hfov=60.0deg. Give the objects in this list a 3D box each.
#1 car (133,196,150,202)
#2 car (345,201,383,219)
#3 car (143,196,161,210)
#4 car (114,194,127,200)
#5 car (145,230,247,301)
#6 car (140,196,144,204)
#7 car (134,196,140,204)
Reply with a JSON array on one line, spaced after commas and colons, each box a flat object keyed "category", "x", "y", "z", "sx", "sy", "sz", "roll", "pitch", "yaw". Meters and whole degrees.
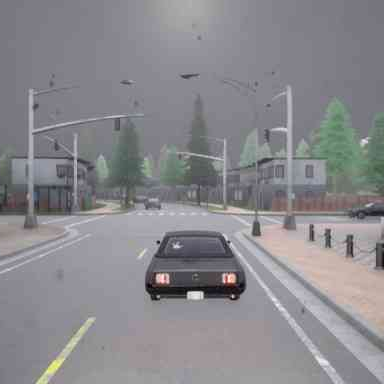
[{"category": "car", "x": -10.935, "y": 1.481, "z": 71.886, "sx": 1.994, "sy": 1.385, "sz": 4.181, "roll": 0, "pitch": 0, "yaw": -36}, {"category": "car", "x": 15.416, "y": 1.501, "z": 28.006, "sx": 4.674, "sy": 1.442, "sz": 1.812, "roll": 0, "pitch": 0, "yaw": 1}, {"category": "car", "x": -4.929, "y": 1.477, "z": 42.409, "sx": 1.812, "sy": 1.442, "sz": 4.674, "roll": 0, "pitch": 0, "yaw": -6}, {"category": "car", "x": -16.935, "y": 1.294, "z": 79.949, "sx": 4.674, "sy": 1.442, "sz": 1.812, "roll": 0, "pitch": 0, "yaw": 45}, {"category": "car", "x": 0.036, "y": 1.598, "z": 8.284, "sx": 1.895, "sy": 1.301, "sz": 4.718, "roll": 0, "pitch": 0, "yaw": -1}, {"category": "car", "x": -6.448, "y": 1.495, "z": 51.979, "sx": 2.033, "sy": 1.411, "sz": 5.357, "roll": 0, "pitch": 0, "yaw": -14}, {"category": "car", "x": -9.661, "y": 1.449, "z": 61.431, "sx": 1.837, "sy": 1.490, "sz": 4.892, "roll": 0, "pitch": 0, "yaw": -23}]
